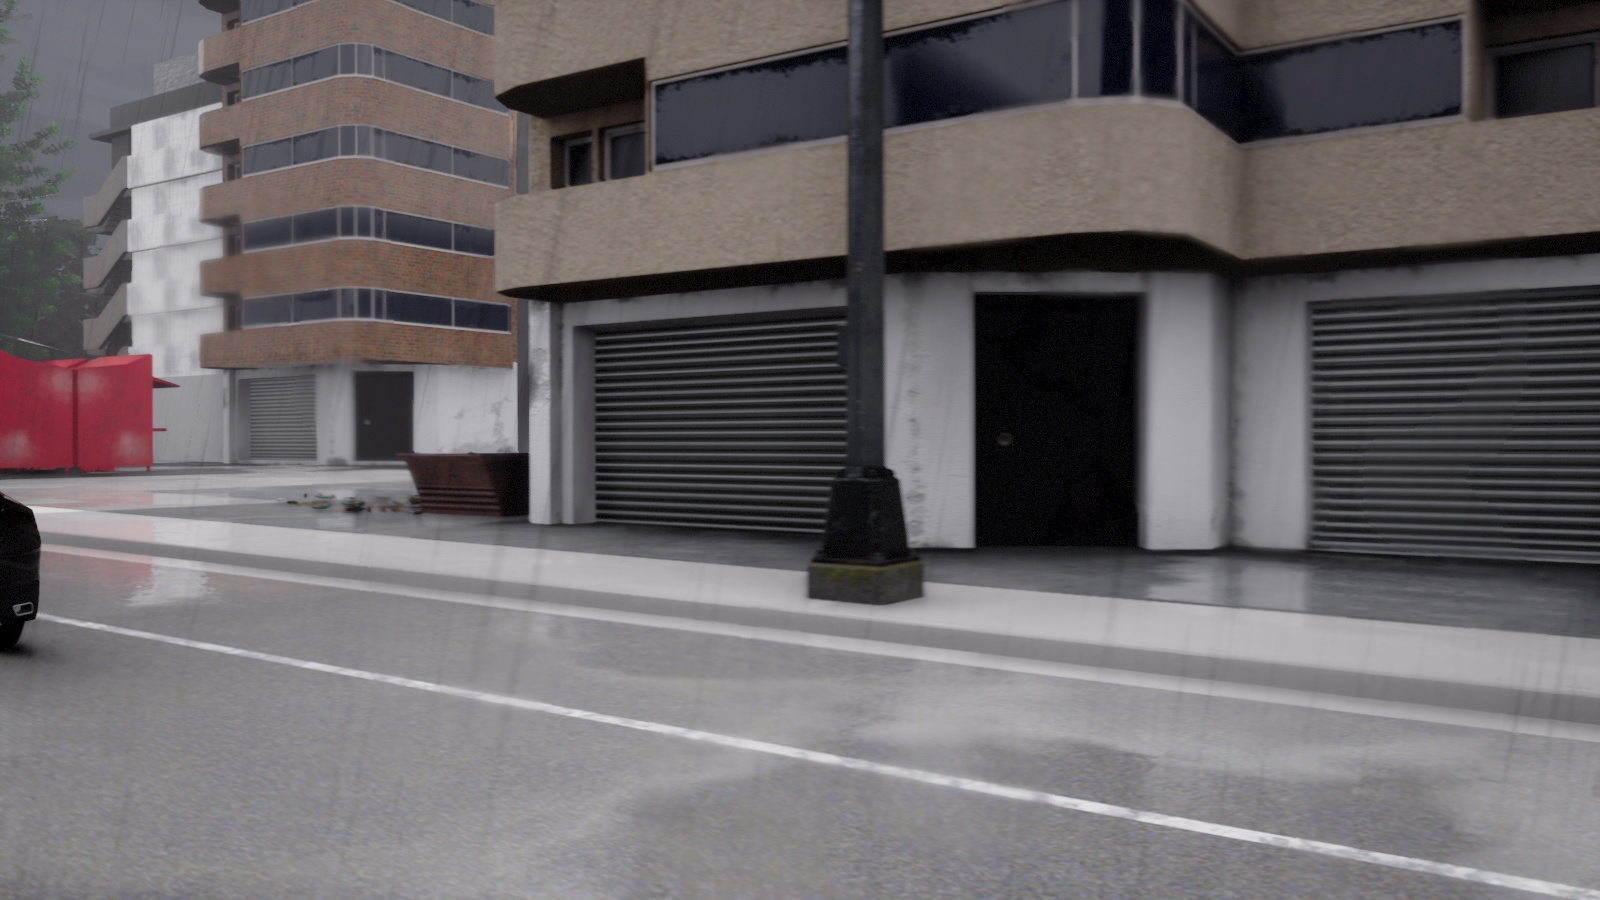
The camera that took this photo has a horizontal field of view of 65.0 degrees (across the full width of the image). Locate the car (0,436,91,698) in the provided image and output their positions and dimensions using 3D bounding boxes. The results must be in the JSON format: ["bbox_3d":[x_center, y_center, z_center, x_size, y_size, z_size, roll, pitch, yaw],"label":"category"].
[{"bbox_3d":[-6.832,0.668,8.164,4.892,1.490,1.837,0,1,34],"label":"car"}]
